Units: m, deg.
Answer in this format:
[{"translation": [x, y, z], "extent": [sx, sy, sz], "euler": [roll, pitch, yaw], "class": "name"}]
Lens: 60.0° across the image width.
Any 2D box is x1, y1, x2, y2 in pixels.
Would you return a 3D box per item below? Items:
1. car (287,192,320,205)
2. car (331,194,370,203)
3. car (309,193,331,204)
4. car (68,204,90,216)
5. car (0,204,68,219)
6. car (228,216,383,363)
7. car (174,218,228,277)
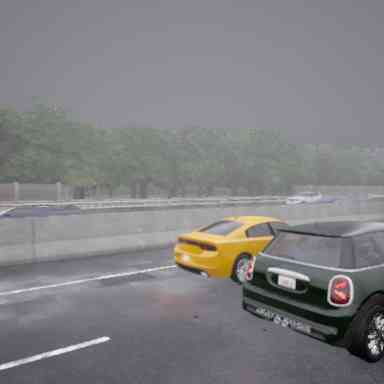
[{"translation": [15.242, 0.978, 44.672], "extent": [5.566, 2.045, 2.150], "euler": [-1, 0, -35], "class": "car"}, {"translation": [18.662, 1.113, 38.532], "extent": [4.553, 1.767, 2.097], "euler": [0, 0, -35], "class": "car"}, {"translation": [17.449, 1.235, 41.951], "extent": [5.008, 1.535, 1.882], "euler": [0, 0, -35], "class": "car"}, {"translation": [-9.229, 1.522, 23.075], "extent": [4.181, 1.385, 1.994], "euler": [0, 0, -35], "class": "car"}, {"translation": [-9.681, 1.507, 18.504], "extent": [4.674, 1.442, 1.812], "euler": [0, 0, -35], "class": "car"}, {"translation": [3.109, 1.302, 6.040], "extent": [4.553, 1.767, 2.097], "euler": [-1, 0, -35], "class": "car"}, {"translation": [1.881, 1.422, 9.459], "extent": [5.008, 1.535, 1.882], "euler": [-1, 0, -35], "class": "car"}]
